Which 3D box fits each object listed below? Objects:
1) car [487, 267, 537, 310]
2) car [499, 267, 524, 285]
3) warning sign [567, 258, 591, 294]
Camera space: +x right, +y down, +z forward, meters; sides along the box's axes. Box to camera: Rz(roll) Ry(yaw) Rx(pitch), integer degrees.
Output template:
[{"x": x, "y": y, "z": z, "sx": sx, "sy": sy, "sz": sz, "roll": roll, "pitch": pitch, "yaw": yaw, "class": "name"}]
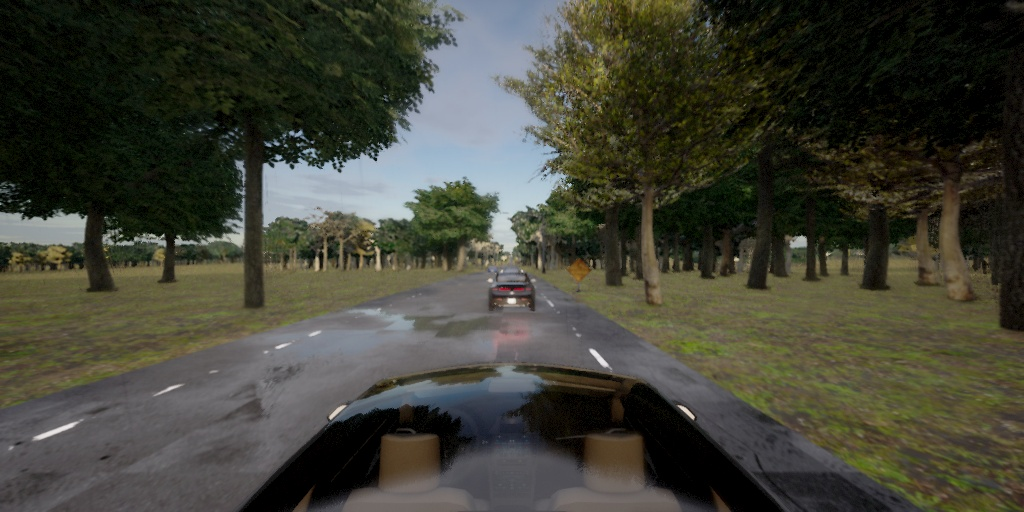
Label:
[{"x": 0.006, "y": 1.390, "z": 15.374, "sx": 1.837, "sy": 1.490, "sz": 4.892, "roll": 0, "pitch": 0, "yaw": 0, "class": "car"}, {"x": -0.007, "y": 1.652, "z": 30.340, "sx": 1.994, "sy": 1.385, "sz": 4.181, "roll": 0, "pitch": -1, "yaw": 1, "class": "car"}, {"x": 3.537, "y": 1.037, "z": 19.040, "sx": 1.300, "sy": 1.860, "sz": 1.060, "roll": 0, "pitch": 0, "yaw": 0, "class": "warning sign"}]
